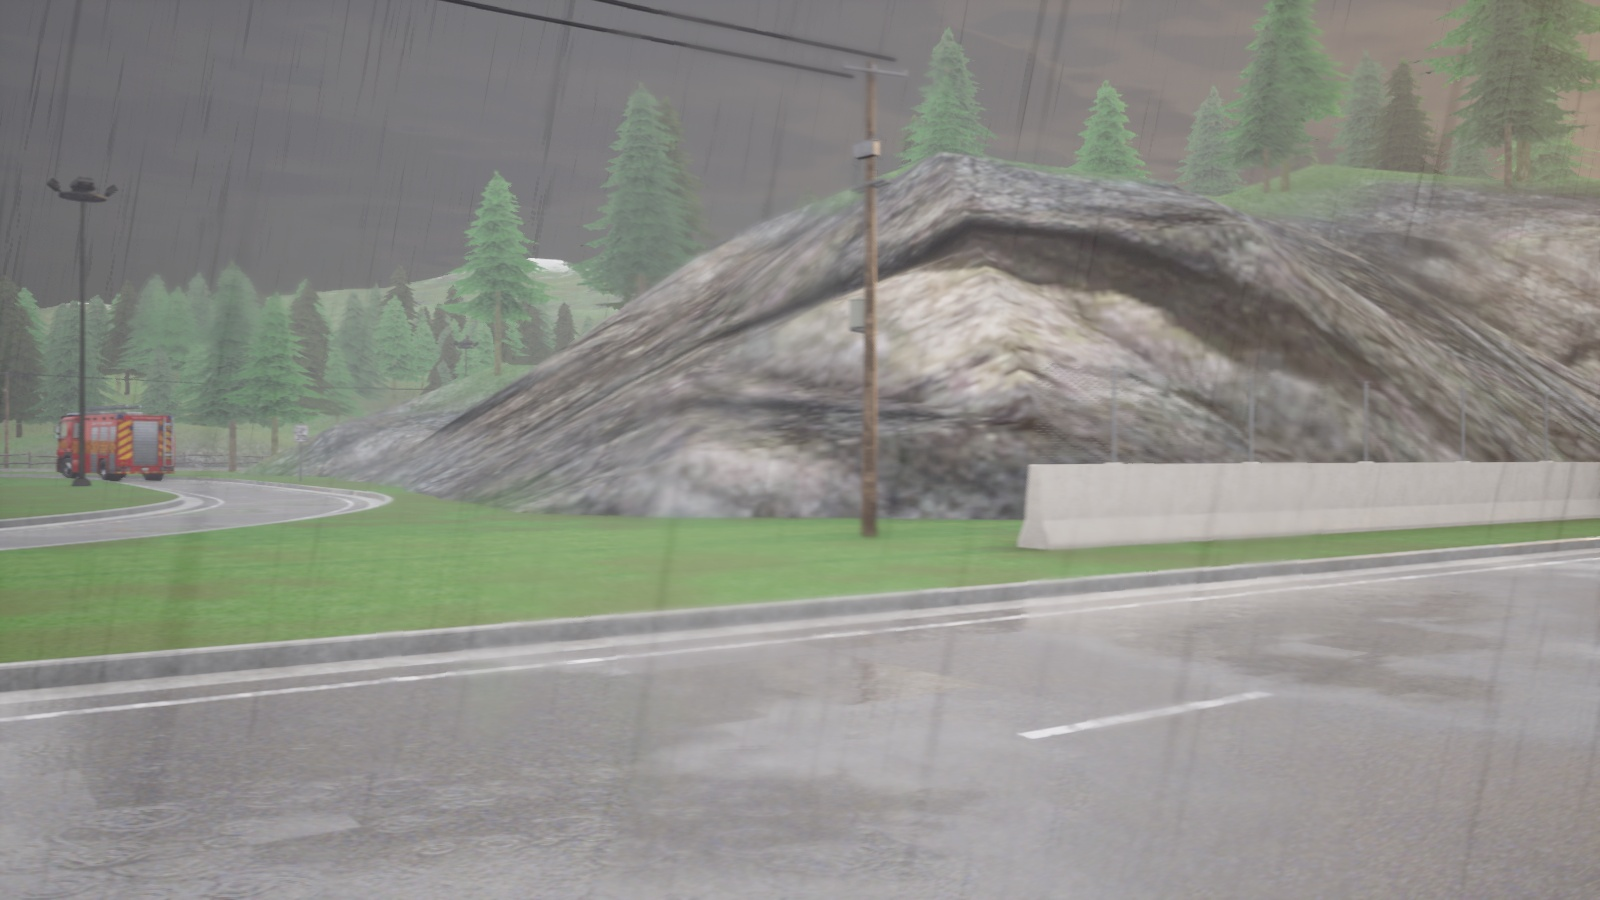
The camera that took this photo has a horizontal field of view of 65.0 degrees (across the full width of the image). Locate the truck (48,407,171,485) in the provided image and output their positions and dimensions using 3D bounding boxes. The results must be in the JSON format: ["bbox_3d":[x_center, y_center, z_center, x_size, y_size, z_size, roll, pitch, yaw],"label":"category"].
[{"bbox_3d":[-36.200,-0.182,65.679,8.468,3.827,2.891,0,0,41],"label":"truck"}]
